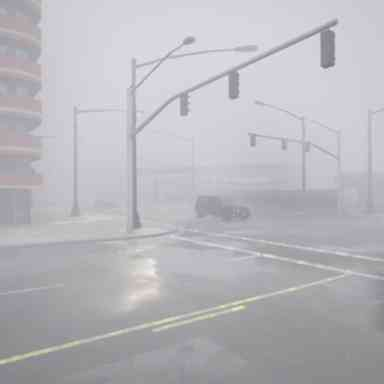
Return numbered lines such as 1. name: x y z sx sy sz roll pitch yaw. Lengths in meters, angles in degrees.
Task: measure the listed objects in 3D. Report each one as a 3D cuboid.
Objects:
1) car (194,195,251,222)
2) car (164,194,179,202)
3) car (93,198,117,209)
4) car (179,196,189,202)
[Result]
1. car: 2.448 1.319 28.367 2.150 2.045 5.566 0 2 -37
2. car: -4.080 1.371 76.964 4.611 1.667 2.242 0 0 -35
3. car: -12.843 1.657 48.919 2.033 1.411 5.357 0 0 -37
4. car: -0.107 1.523 72.745 3.806 1.475 1.970 0 0 -35
